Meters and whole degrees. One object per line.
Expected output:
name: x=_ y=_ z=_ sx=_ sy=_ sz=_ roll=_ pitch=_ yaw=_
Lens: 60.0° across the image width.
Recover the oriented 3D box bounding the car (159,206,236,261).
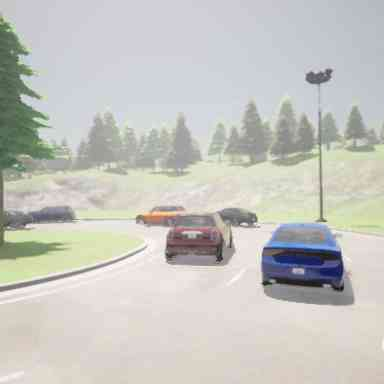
car: x=0.427 y=1.588 z=13.552 sx=2.097 sy=1.767 sz=4.553 roll=-1 pitch=-1 yaw=11

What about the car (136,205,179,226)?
car: x=-2.390 y=1.853 z=26.846 sx=4.553 sy=1.767 sz=2.097 roll=-1 pitch=-1 yaw=36

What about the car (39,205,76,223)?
car: x=-13.790 y=2.095 z=32.448 sx=4.553 sy=1.767 sz=2.097 roll=-1 pitch=-1 yaw=-5

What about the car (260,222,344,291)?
car: x=3.216 y=1.610 z=9.587 sx=1.882 sy=1.535 sz=5.008 roll=0 pitch=-1 yaw=21

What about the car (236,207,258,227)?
car: x=3.130 y=1.952 z=26.580 sx=1.812 sy=1.442 sz=4.674 roll=0 pitch=-2 yaw=-40

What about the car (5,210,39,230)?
car: x=-14.709 y=2.121 z=25.212 sx=4.902 sy=1.511 sz=2.128 roll=-1 pitch=-1 yaw=-13
